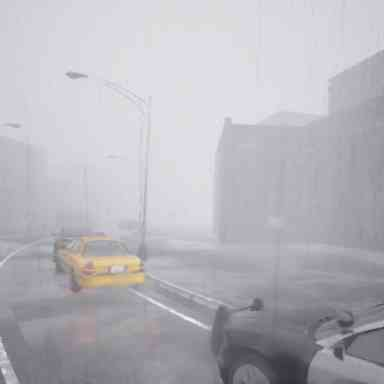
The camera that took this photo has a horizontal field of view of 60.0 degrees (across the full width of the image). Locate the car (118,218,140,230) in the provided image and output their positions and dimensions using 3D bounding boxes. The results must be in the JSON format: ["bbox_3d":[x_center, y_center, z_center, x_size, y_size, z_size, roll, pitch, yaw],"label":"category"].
[{"bbox_3d":[-8.235,4.194,43.663,1.812,1.442,4.674,2,-4,7],"label":"car"}]

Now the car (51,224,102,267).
[{"bbox_3d":[-5.507,2.357,15.633,1.837,1.490,4.892,4,-4,-21],"label":"car"}]

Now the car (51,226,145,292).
[{"bbox_3d":[-3.175,2.063,10.752,1.801,1.575,5.366,4,-4,-29],"label":"car"}]

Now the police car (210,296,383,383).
[{"bbox_3d":[2.364,1.721,3.154,1.930,1.638,5.238,5,-5,-43],"label":"police car"}]
